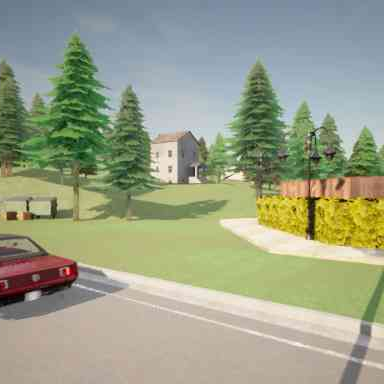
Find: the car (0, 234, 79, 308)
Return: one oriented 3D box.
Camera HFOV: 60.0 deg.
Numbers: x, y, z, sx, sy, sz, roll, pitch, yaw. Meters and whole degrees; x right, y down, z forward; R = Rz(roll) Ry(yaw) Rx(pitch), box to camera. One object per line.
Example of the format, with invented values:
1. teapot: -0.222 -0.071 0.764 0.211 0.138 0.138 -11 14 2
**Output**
1. car: -4.692 1.600 7.340 4.718 1.301 1.895 0 0 36
